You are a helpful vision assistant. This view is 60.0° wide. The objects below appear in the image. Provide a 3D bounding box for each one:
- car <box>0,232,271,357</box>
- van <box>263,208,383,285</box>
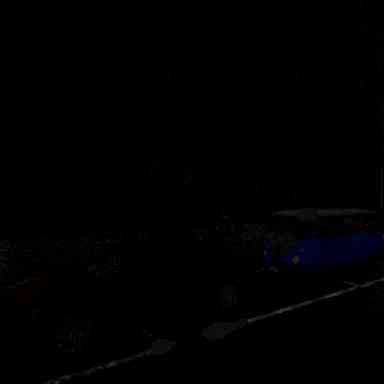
[{"bbox_3d":[-0.883,1.551,6.023,4.507,1.381,1.887,0,0,-36],"label":"car"},{"bbox_3d":[3.706,1.361,9.298,3.998,1.788,1.690,0,0,-36],"label":"van"}]
